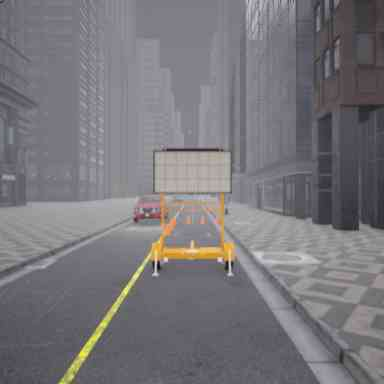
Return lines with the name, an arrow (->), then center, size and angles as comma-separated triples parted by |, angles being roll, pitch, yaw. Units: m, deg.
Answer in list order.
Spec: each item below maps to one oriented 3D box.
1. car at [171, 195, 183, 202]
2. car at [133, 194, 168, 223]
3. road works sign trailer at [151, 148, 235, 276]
car -> -2.958, 1.392, 66.286 | 2.097, 1.767, 4.553 | 0, 0, 1
car -> -3.073, 1.217, 25.642 | 2.150, 2.045, 5.566 | 0, 0, 0
road works sign trailer -> 0.022, 0.455, 10.305 | 2.380, 3.560, 2.880 | 0, 0, 0
